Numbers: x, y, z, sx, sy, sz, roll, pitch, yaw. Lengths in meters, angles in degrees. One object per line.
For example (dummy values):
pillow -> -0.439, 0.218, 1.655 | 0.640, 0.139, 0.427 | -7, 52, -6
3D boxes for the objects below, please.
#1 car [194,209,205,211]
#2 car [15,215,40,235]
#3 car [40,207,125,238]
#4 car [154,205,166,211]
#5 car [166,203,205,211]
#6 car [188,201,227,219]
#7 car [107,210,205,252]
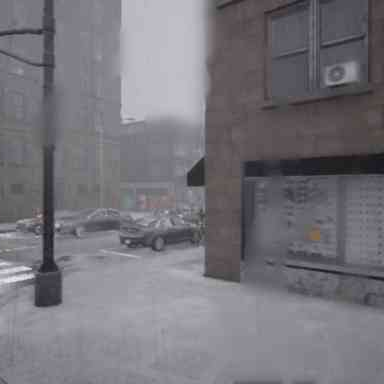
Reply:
car -> 2.010, 1.807, 19.204 | 1.802, 1.307, 4.206 | 0, -1, 36
car -> -8.152, 1.718, 19.705 | 1.802, 1.307, 4.206 | 0, -1, 36
car -> -5.570, 1.647, 18.880 | 2.128, 1.511, 4.902 | 0, 0, 36
car -> -1.666, 1.687, 28.665 | 1.967, 1.590, 4.097 | 0, -1, 36
car -> 0.448, 1.749, 27.188 | 2.128, 1.511, 4.902 | 0, 0, 36
car -> 1.578, 1.742, 33.144 | 1.967, 1.590, 4.097 | 0, -1, 36
car -> -1.232, 1.721, 14.726 | 2.008, 1.369, 4.403 | 0, -1, 36
